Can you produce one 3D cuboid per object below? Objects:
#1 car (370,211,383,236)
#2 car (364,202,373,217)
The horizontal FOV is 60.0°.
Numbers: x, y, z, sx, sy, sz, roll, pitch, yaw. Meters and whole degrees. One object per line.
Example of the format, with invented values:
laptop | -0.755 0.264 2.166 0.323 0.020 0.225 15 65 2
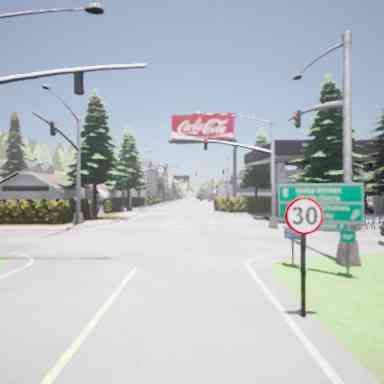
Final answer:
car | 11.851 1.850 16.213 4.902 1.511 2.128 0 -1 1
car | 14.374 1.817 30.743 3.866 1.878 1.905 0 -1 0
